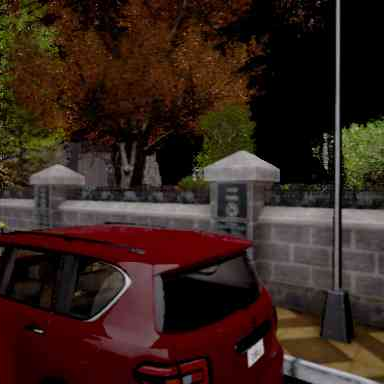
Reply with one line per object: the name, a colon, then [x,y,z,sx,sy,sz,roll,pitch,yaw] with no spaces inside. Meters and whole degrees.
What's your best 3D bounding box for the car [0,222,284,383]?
car: [-1.462,1.300,3.930,5.009,1.841,2.192,0,0,35]
